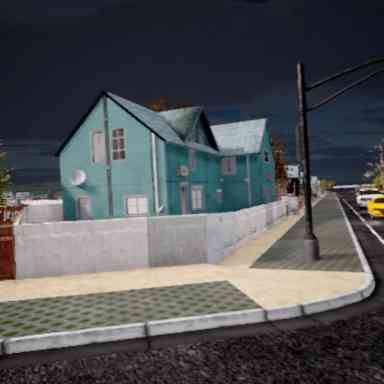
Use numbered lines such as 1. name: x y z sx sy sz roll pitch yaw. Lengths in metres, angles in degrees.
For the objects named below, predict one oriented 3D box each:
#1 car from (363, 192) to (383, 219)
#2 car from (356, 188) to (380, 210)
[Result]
1. car: 13.866 1.036 24.097 1.882 1.535 5.008 -3 -1 23
2. car: 18.060 0.653 33.864 2.150 2.045 5.566 -3 -1 23
